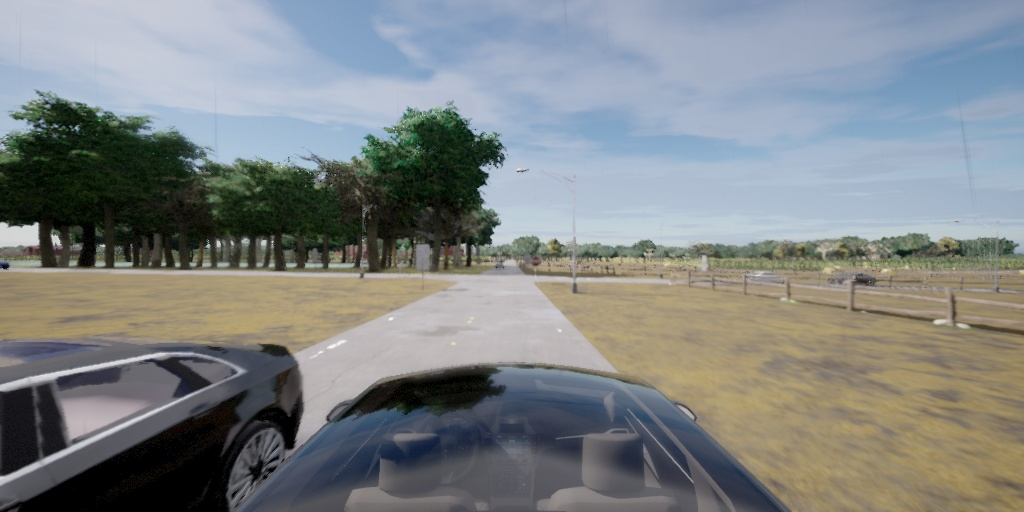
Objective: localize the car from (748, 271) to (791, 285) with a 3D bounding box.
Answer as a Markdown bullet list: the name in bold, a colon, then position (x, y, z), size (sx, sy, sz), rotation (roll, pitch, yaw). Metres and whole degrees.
- **car**: position (28.406, 2.440, 39.919), size (4.674, 1.442, 1.812), rotation (1, 0, 0)

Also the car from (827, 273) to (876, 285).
- **car**: position (40.445, 2.738, 42.794), size (4.892, 1.490, 1.837), rotation (2, 0, 0)

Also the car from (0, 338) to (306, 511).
- **car**: position (-2.849, 1.237, 1.371), size (2.128, 1.511, 4.902), rotation (0, -1, 0)
